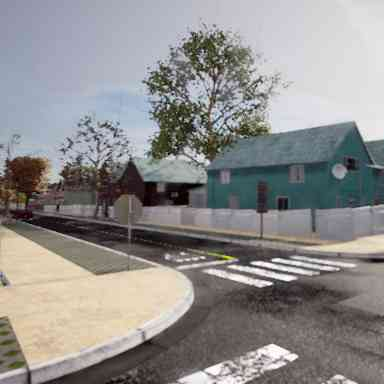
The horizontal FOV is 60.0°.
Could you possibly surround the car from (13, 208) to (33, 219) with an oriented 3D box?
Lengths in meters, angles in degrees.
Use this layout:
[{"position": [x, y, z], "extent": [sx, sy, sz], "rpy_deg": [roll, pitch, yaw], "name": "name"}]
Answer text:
[{"position": [-22.506, 2.835, 44.277], "extent": [1.895, 1.301, 4.718], "rpy_deg": [1, -2, -35], "name": "car"}]
